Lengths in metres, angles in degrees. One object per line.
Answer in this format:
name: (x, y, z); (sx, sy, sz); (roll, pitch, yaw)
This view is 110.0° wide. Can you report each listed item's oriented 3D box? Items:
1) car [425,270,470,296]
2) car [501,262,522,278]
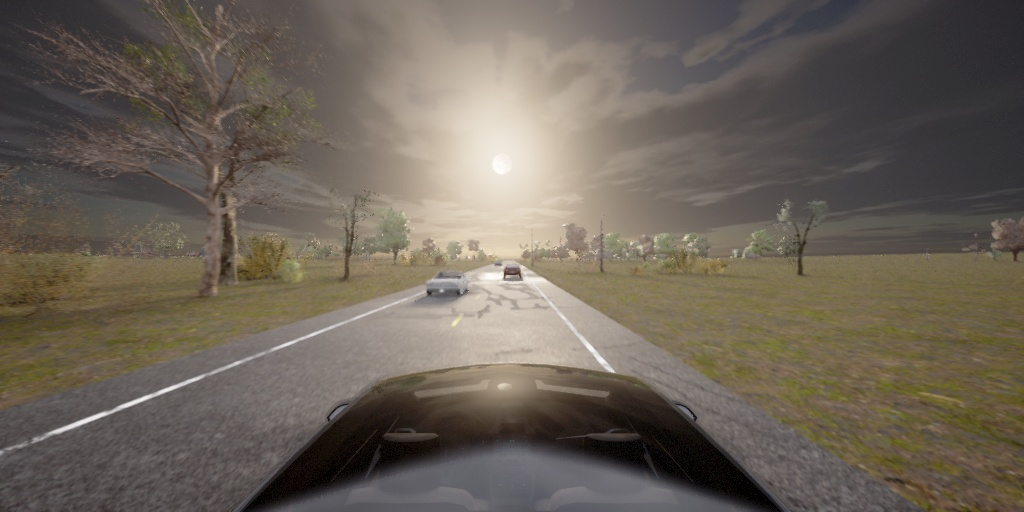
car: (-3.626, 1.522, 20.758); (1.895, 1.301, 4.718); (0, 0, 0)
car: (0.040, 1.544, 39.230); (1.882, 1.535, 5.008); (0, -1, 0)
